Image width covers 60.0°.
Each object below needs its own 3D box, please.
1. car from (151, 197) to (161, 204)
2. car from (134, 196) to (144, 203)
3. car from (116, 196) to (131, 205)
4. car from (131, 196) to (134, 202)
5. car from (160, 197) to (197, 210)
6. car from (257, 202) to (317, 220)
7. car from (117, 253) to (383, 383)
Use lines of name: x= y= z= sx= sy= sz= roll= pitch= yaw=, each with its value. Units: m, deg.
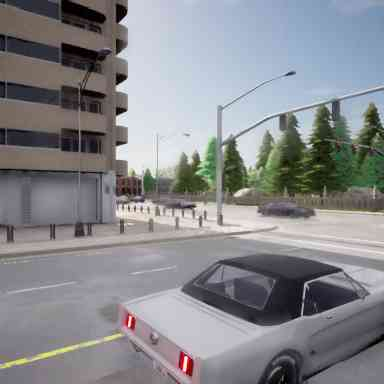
car: x=-5.593 y=1.603 z=61.145 sx=2.033 sy=1.411 sz=5.357 roll=0 pitch=0 yaw=-36
car: x=-11.624 y=1.581 z=69.502 sx=1.812 sy=1.442 sz=4.674 roll=0 pitch=0 yaw=-36
car: x=-13.142 y=1.581 z=59.448 sx=1.812 sy=1.442 sz=4.674 roll=0 pitch=0 yaw=-35
car: x=-14.240 y=1.533 z=67.153 sx=1.882 sy=1.535 sz=5.008 roll=0 pitch=0 yaw=-36
car: x=-1.573 y=1.603 z=43.221 sx=2.033 sy=1.411 sz=5.357 roll=0 pitch=0 yaw=-36
car: x=8.256 y=1.603 z=29.640 sx=2.033 sy=1.411 sz=5.357 roll=0 pitch=0 yaw=-37
car: x=1.480 y=1.601 z=4.833 sx=4.718 sy=1.301 sz=1.895 roll=0 pitch=0 yaw=-35
